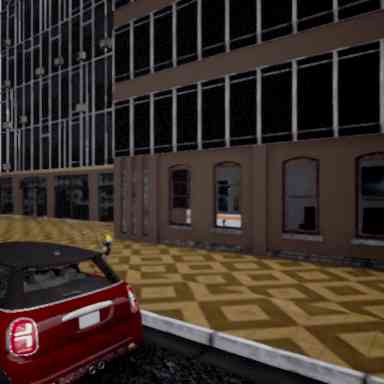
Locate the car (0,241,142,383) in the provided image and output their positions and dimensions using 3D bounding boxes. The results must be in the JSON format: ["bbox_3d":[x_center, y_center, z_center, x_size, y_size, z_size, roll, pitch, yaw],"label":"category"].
[{"bbox_3d":[-2.715,1.438,4.813,4.097,1.590,1.967,0,0,36],"label":"car"}]
